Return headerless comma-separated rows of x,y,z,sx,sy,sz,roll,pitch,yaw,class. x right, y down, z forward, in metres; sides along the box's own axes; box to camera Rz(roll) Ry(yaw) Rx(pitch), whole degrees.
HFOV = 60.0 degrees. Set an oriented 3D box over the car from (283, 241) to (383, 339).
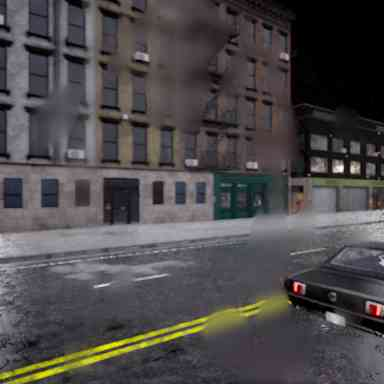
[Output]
3.958,1.613,6.259,4.718,1.301,1.895,0,0,-35,car
